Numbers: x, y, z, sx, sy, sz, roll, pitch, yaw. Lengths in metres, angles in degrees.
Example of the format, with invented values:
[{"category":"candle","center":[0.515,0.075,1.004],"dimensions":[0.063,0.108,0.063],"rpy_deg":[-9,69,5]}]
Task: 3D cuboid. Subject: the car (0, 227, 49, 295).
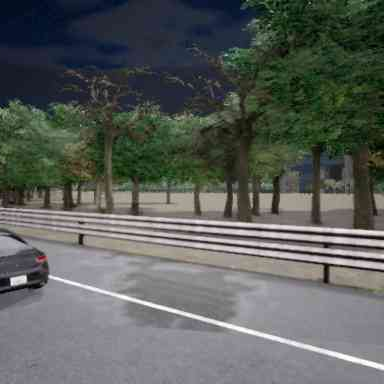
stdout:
[{"category":"car","center":[-5.163,1.534,7.813],"dimensions":[4.674,1.442,1.812],"rpy_deg":[0,0,37]}]
